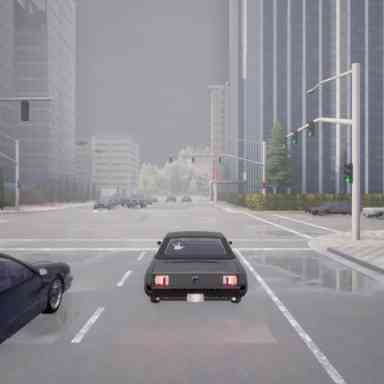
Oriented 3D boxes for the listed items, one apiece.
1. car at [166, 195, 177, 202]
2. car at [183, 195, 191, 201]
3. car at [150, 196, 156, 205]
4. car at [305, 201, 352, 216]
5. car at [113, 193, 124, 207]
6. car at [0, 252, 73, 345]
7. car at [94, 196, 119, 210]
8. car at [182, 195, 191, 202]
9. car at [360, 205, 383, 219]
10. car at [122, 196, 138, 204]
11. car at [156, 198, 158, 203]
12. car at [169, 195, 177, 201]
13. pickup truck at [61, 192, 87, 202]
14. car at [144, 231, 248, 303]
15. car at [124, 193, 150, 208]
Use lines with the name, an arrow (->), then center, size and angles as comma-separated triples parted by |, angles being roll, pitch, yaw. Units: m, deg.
car -> -4.702, 1.500, 74.538 | 1.837, 1.490, 4.892 | 0, 0, -1
car -> -1.367, 1.540, 84.774 | 2.033, 1.411, 5.357 | 0, 0, -1
car -> -8.039, 1.352, 57.918 | 2.097, 1.767, 4.553 | 0, 0, -1
car -> 13.590, 1.547, 31.559 | 5.357, 1.411, 2.033 | 0, 0, -3
car -> -11.467, 1.221, 52.655 | 2.150, 2.045, 5.566 | 0, 0, -1
car -> -3.435, 1.547, 4.558 | 2.033, 1.411, 5.357 | 0, 0, 0
car -> -11.332, 1.564, 43.322 | 1.994, 1.385, 4.181 | 0, 0, -1
car -> -1.212, 1.553, 74.999 | 1.994, 1.385, 4.181 | 0, 0, -1
car -> 16.945, 1.601, 28.051 | 4.718, 1.301, 1.895 | 0, 0, 0
car -> -11.586, 1.491, 62.879 | 2.128, 1.511, 4.902 | 0, 0, 0
car -> -8.113, 1.564, 67.965 | 1.994, 1.385, 4.181 | 0, 0, 0
car -> -4.867, 1.524, 84.706 | 1.812, 1.442, 4.674 | 0, 0, -1
pickup truck -> -24.753, 1.059, 69.215 | 2.390, 2.098, 6.274 | 0, 0, 30
car -> 0.069, 1.601, 8.153 | 1.895, 1.301, 4.718 | 0, 0, 0
car -> -7.911, 1.221, 48.169 | 2.150, 2.045, 5.566 | 0, 0, -1
